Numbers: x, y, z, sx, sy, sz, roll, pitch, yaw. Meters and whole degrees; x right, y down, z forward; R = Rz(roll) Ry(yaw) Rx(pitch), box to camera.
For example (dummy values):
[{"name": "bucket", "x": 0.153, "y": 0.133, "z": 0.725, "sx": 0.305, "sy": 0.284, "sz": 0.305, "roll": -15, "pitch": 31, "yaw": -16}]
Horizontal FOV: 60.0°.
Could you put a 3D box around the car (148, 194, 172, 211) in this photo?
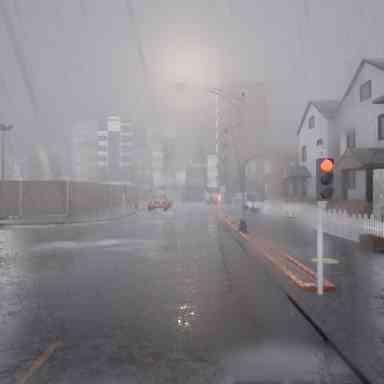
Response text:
[{"name": "car", "x": -4.079, "y": 1.221, "z": 41.202, "sx": 2.150, "sy": 2.045, "sz": 5.566, "roll": 0, "pitch": 0, "yaw": 0}]
